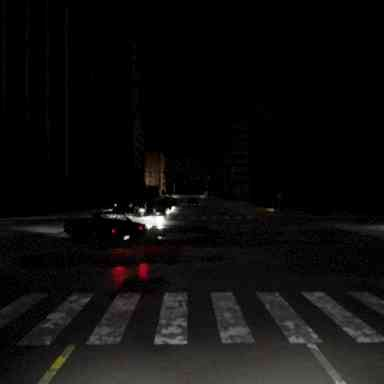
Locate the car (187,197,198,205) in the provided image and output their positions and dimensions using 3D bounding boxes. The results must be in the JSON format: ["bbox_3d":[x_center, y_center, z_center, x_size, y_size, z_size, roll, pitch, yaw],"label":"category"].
[{"bbox_3d":[0.081,1.565,57.118,2.033,1.411,5.357,0,0,0],"label":"car"}]

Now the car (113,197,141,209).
[{"bbox_3d":[-7.096,1.363,36.171,2.097,1.767,4.553,0,0,0],"label":"car"}]

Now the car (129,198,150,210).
[{"bbox_3d":[-7.101,1.562,45.645,2.033,1.411,5.357,0,0,0],"label":"car"}]

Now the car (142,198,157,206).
[{"bbox_3d":[-7.061,1.618,55.904,1.895,1.301,4.718,0,0,1],"label":"car"}]

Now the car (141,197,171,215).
[{"bbox_3d":[-3.595,1.502,34.085,2.128,1.511,4.902,0,0,-1],"label":"car"}]

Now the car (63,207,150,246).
[{"bbox_3d":[-4.181,1.567,15.275,1.895,1.301,4.718,0,0,-42],"label":"car"}]

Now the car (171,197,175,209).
[{"bbox_3d":[-3.599,1.577,43.005,1.994,1.385,4.181,0,0,0],"label":"car"}]
